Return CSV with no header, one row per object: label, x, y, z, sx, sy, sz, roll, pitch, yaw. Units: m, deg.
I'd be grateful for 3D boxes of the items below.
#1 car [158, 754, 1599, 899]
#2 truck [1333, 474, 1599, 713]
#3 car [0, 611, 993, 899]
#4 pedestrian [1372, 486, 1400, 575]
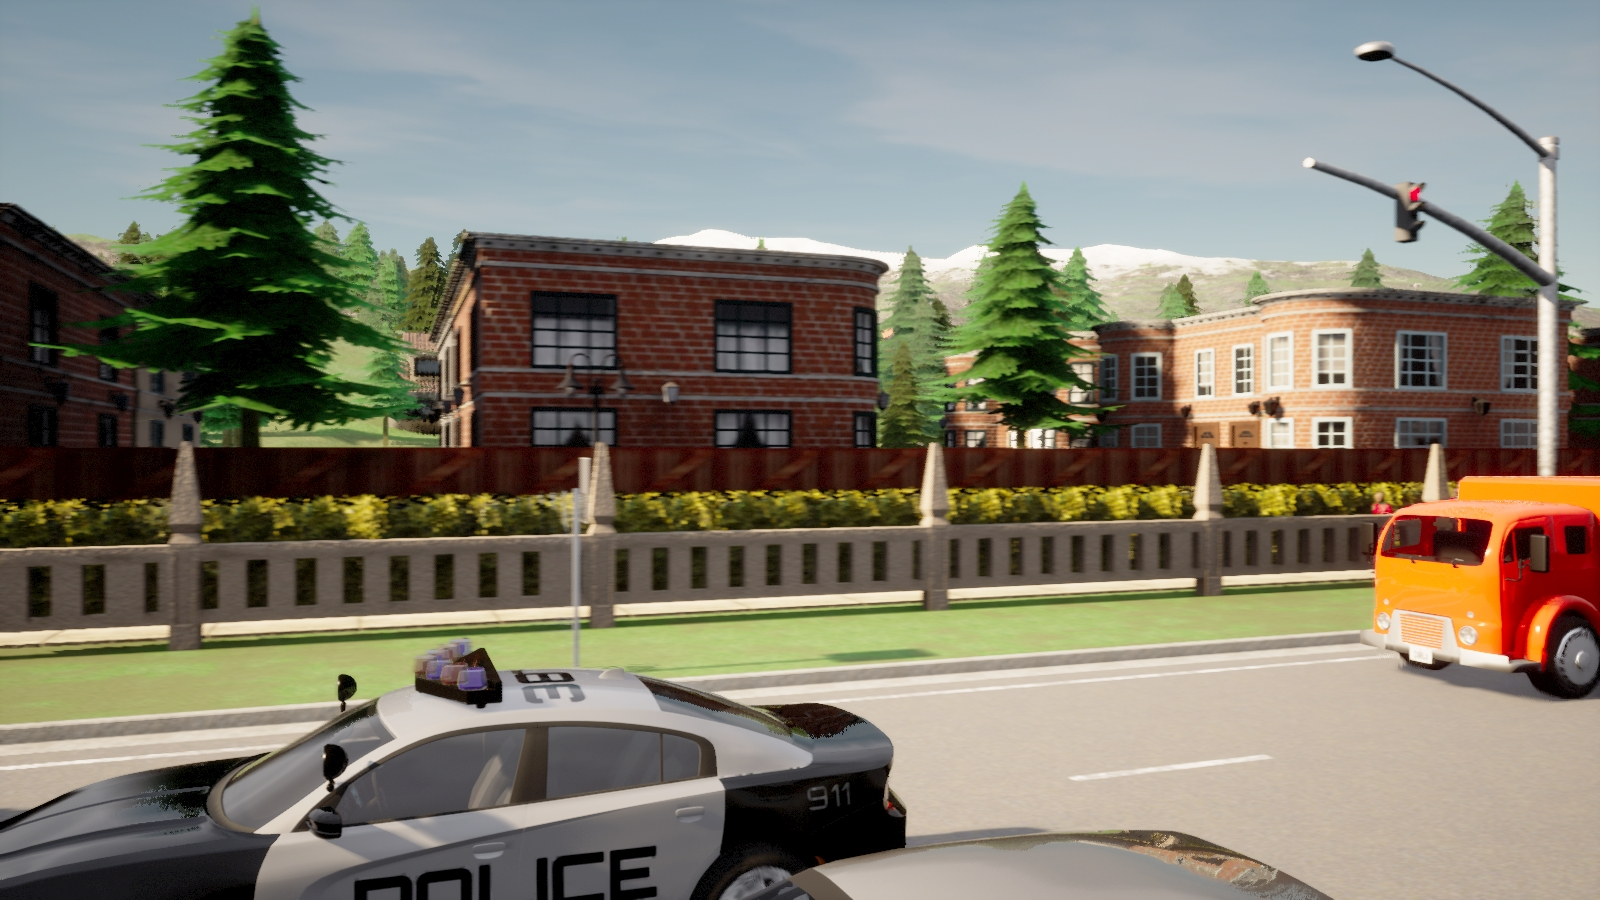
car,0.318,2.065,3.417,4.193,1.474,1.816,0,0,-20
truck,9.718,1.568,14.285,5.204,2.467,2.627,0,0,-20
car,-1.758,1.982,6.383,5.238,1.638,2.097,0,0,-20
pedestrian,12.437,1.702,24.263,0.375,1.860,0.375,0,0,-20
